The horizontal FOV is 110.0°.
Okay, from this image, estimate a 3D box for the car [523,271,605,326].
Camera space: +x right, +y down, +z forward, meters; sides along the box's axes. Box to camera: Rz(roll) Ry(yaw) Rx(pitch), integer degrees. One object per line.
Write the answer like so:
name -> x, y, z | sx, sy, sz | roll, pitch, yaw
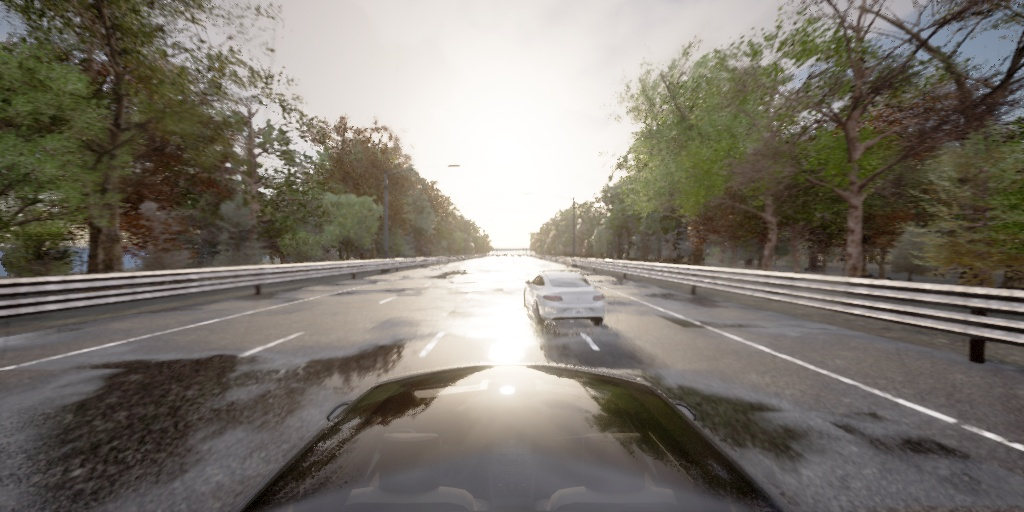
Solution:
car -> 1.456, 1.193, 11.168 | 1.812, 1.442, 4.674 | 0, 0, -5
